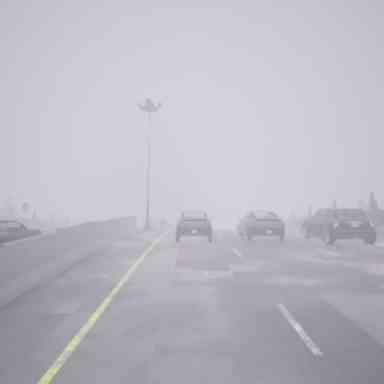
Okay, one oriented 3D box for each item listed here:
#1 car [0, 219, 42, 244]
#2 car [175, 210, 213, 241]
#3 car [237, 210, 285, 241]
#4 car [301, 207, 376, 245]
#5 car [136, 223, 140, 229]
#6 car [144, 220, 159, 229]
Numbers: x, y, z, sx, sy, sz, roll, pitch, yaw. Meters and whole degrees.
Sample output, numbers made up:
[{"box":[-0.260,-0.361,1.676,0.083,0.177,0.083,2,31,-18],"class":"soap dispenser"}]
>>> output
[{"box":[-7.101,1.644,11.441,1.895,1.301,4.718,0,-1,0],"class":"car"},{"box":[0.100,1.749,17.899,2.128,1.511,4.902,0,-3,0],"class":"car"},{"box":[3.600,1.750,17.911,2.128,1.511,4.902,0,-3,0],"class":"car"},{"box":[7.101,1.554,16.626,2.097,1.767,4.553,0,-2,0],"class":"car"},{"box":[-10.522,6.312,59.982,2.128,1.511,4.902,0,-7,1],"class":"car"},{"box":[-7.026,5.808,58.110,2.150,2.045,5.566,0,-7,1],"class":"car"}]
